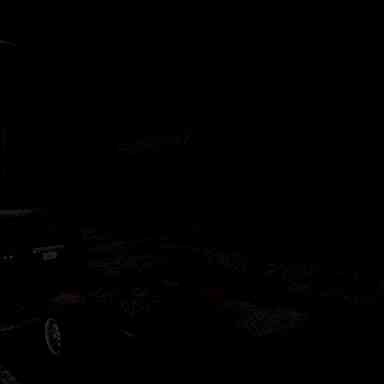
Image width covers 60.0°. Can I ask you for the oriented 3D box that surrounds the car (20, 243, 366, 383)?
[{"bbox_3d":[-0.267,1.525,4.000,4.206,1.307,1.802,0,1,43],"label":"car"}]

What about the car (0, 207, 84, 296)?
[{"bbox_3d":[-4.406,1.289,7.864,5.009,1.841,2.192,0,1,43],"label":"car"}]
